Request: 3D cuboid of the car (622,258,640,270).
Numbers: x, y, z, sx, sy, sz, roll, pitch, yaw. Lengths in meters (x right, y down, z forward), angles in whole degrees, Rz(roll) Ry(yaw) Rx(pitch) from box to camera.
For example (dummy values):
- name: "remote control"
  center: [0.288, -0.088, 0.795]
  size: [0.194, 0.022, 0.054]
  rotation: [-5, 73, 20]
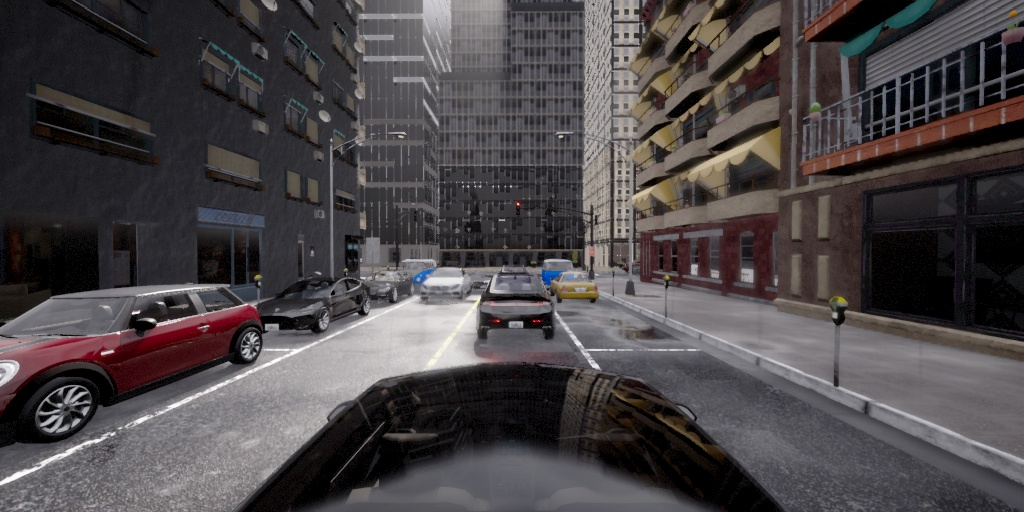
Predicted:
- name: "car"
  center: [15.293, 1.087, 41.154]
  size: [5.009, 1.841, 2.192]
  rotation: [0, 0, 0]

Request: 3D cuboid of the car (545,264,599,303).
- name: "car"
  center: [2.710, 1.272, 16.403]
  size: [1.751, 1.417, 4.829]
  rotation: [0, 0, 0]

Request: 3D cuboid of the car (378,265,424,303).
- name: "car"
  center: [-5.671, 1.297, 16.275]
  size: [2.007, 1.370, 4.403]
  rotation: [0, 0, 0]

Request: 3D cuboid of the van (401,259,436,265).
- name: "van"
  center: [-5.662, 1.087, 21.877]
  size: [1.690, 1.789, 3.998]
  rotation: [0, 0, 0]

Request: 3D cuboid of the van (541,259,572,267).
- name: "van"
  center: [2.719, 1.087, 21.835]
  size: [1.690, 1.789, 3.998]
  rotation: [0, 0, 0]

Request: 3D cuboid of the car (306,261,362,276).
- name: "car"
  center: [-17.602, 1.213, 35.600]
  size: [4.674, 1.442, 1.812]
  rotation: [0, 1, 0]

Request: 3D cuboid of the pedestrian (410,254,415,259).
- name: "pedestrian"
  center: [-12.329, 0.635, 44.289]
  size: [0.375, 1.860, 0.375]
  rotation: [0, 1, 0]

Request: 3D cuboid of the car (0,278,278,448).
- name: "car"
  center: [-5.688, 1.189, 5.071]
  size: [1.967, 1.591, 4.097]
  rotation: [0, 0, 0]

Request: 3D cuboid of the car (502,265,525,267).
- name: "car"
  center: [0.093, 1.237, 20.312]
  size: [2.128, 1.511, 4.902]
  rotation: [0, 0, 0]

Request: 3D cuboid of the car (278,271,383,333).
- name: "car"
  center: [-5.679, 1.314, 10.672]
  size: [1.948, 1.339, 4.313]
  rotation: [0, 0, 0]

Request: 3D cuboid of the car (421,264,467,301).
- name: "car"
  center: [-3.047, 1.272, 17.357]
  size: [1.812, 1.442, 4.674]
  rotation: [0, 0, 0]

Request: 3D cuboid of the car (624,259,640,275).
- name: "car"
  center: [14.730, 1.370, 38.558]
  size: [4.181, 1.385, 1.994]
  rotation: [0, 1, 0]

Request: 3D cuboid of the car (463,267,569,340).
- name: "car"
  center: [0.095, 1.240, 10.010]
  size: [2.128, 1.511, 4.902]
  rotation: [0, 0, 0]
